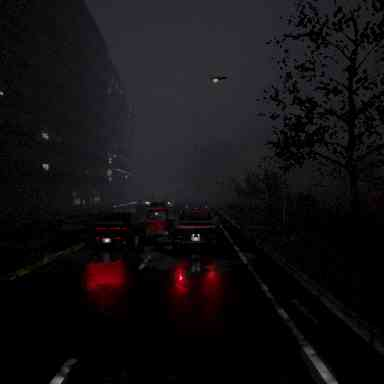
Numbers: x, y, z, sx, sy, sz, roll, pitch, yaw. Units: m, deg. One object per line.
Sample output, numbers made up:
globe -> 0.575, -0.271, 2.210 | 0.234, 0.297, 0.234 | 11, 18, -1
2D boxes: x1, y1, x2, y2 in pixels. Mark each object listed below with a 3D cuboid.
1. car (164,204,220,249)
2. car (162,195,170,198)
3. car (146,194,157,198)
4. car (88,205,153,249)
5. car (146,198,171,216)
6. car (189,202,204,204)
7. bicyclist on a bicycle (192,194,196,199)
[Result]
car -> 0.176, 1.496, 14.531 | 2.128, 1.511, 4.902 | 0, 0, 1
car -> -5.992, 1.448, 75.992 | 1.837, 1.490, 4.892 | 0, 0, -1
car -> -9.242, 1.305, 75.919 | 2.097, 1.767, 4.553 | 0, 0, -1
car -> -3.073, 1.516, 14.580 | 1.837, 1.490, 4.892 | 0, 0, 1
car -> -2.848, 1.520, 29.580 | 1.837, 1.490, 4.892 | 0, 0, 1
car -> 0.402, 1.567, 29.531 | 2.033, 1.411, 5.357 | 0, 0, 1
bicyclist on a bicycle -> 0.875, 1.395, 90.596 | 0.659, 1.776, 1.843 | 0, 0, -3
